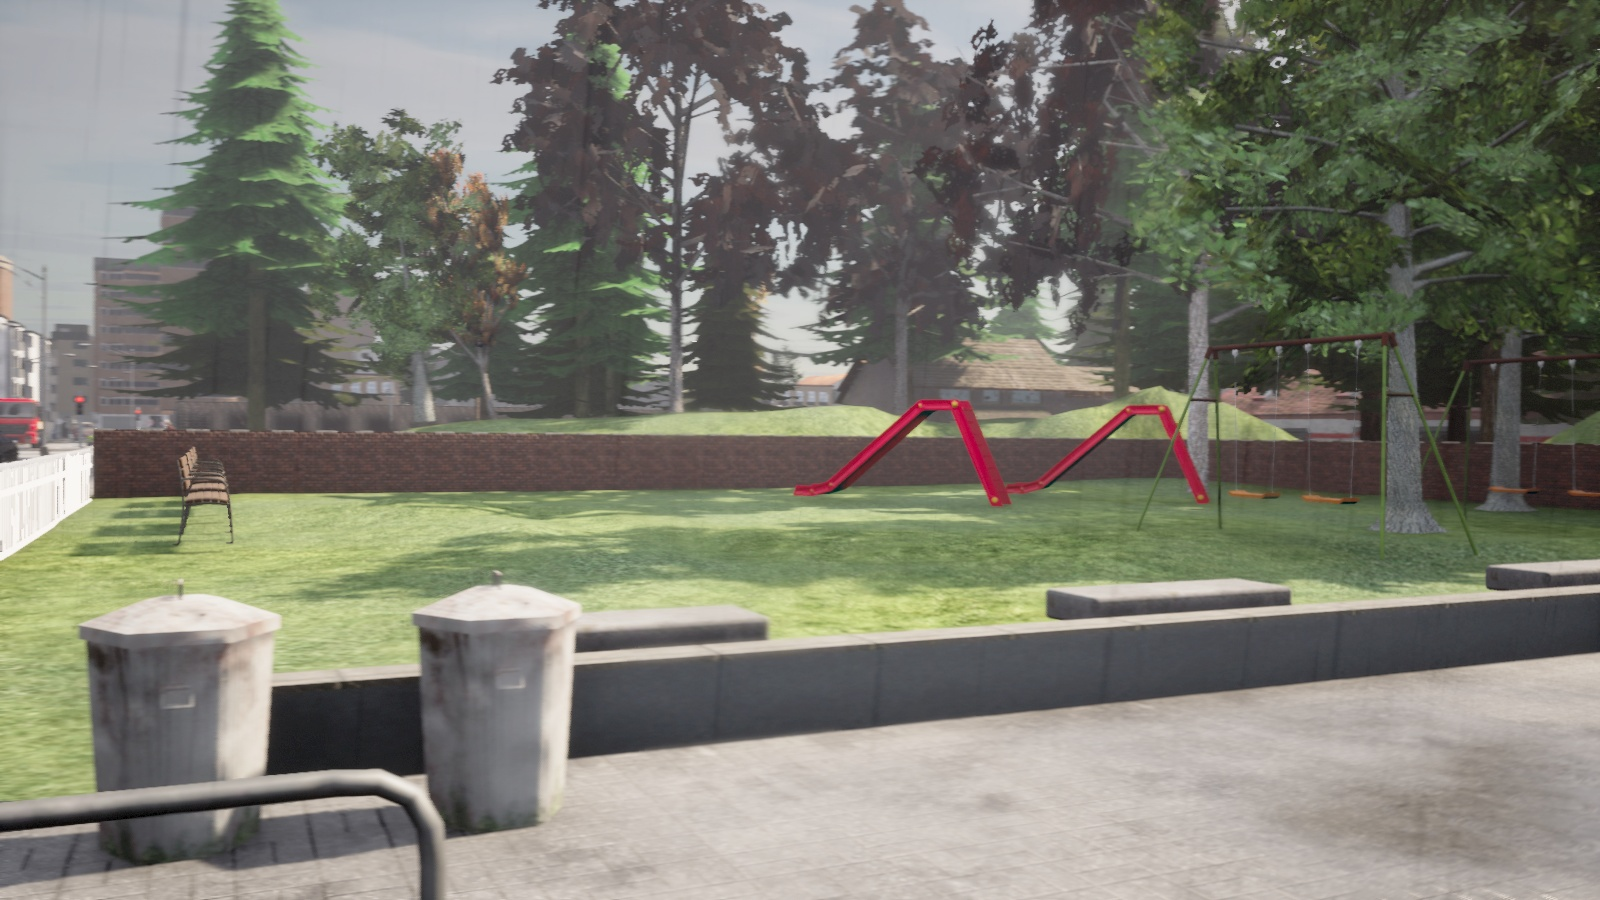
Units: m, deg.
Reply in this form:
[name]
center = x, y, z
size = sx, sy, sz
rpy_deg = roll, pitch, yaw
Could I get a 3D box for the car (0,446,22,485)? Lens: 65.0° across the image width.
[car]
center = -31.861, 0.584, 48.800
size = 2.033, 1.411, 5.357
rpy_deg = -1, 1, -24
